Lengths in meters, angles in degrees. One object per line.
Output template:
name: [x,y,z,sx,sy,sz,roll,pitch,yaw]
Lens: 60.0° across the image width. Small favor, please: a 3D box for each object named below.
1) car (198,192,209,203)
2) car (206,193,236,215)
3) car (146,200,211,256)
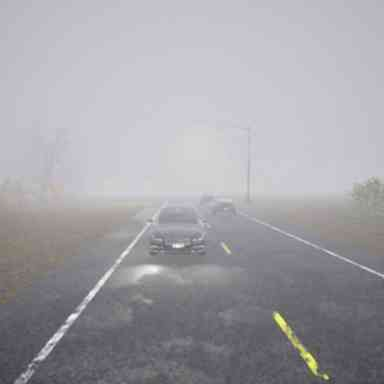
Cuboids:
car: [1.906,0.812,42.587,1.837,1.490,4.892,0,1,-2]
car: [2.494,1.086,27.525,1.812,1.442,4.674,0,1,-2]
car: [-0.514,1.291,12.285,1.837,1.490,4.892,0,2,-2]
